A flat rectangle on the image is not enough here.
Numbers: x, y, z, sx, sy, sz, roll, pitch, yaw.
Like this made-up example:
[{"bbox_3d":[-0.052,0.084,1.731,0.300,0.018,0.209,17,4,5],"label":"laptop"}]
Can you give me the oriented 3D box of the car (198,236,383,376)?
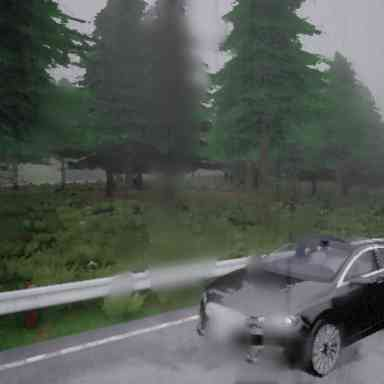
[{"bbox_3d":[2.343,1.562,5.735,4.902,1.511,2.128,1,-1,-36],"label":"car"}]
